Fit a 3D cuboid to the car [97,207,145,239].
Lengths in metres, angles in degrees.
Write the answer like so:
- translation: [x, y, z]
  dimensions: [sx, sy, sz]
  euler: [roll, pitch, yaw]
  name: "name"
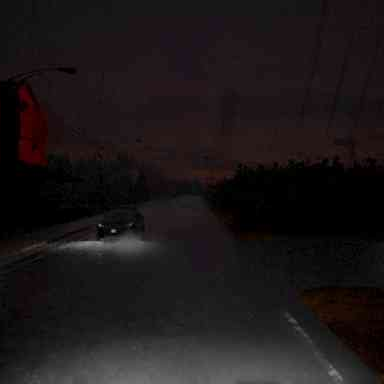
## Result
- translation: [-3.598, 1.517, 17.561]
  dimensions: [1.812, 1.442, 4.674]
  euler: [0, 0, 0]
  name: "car"
